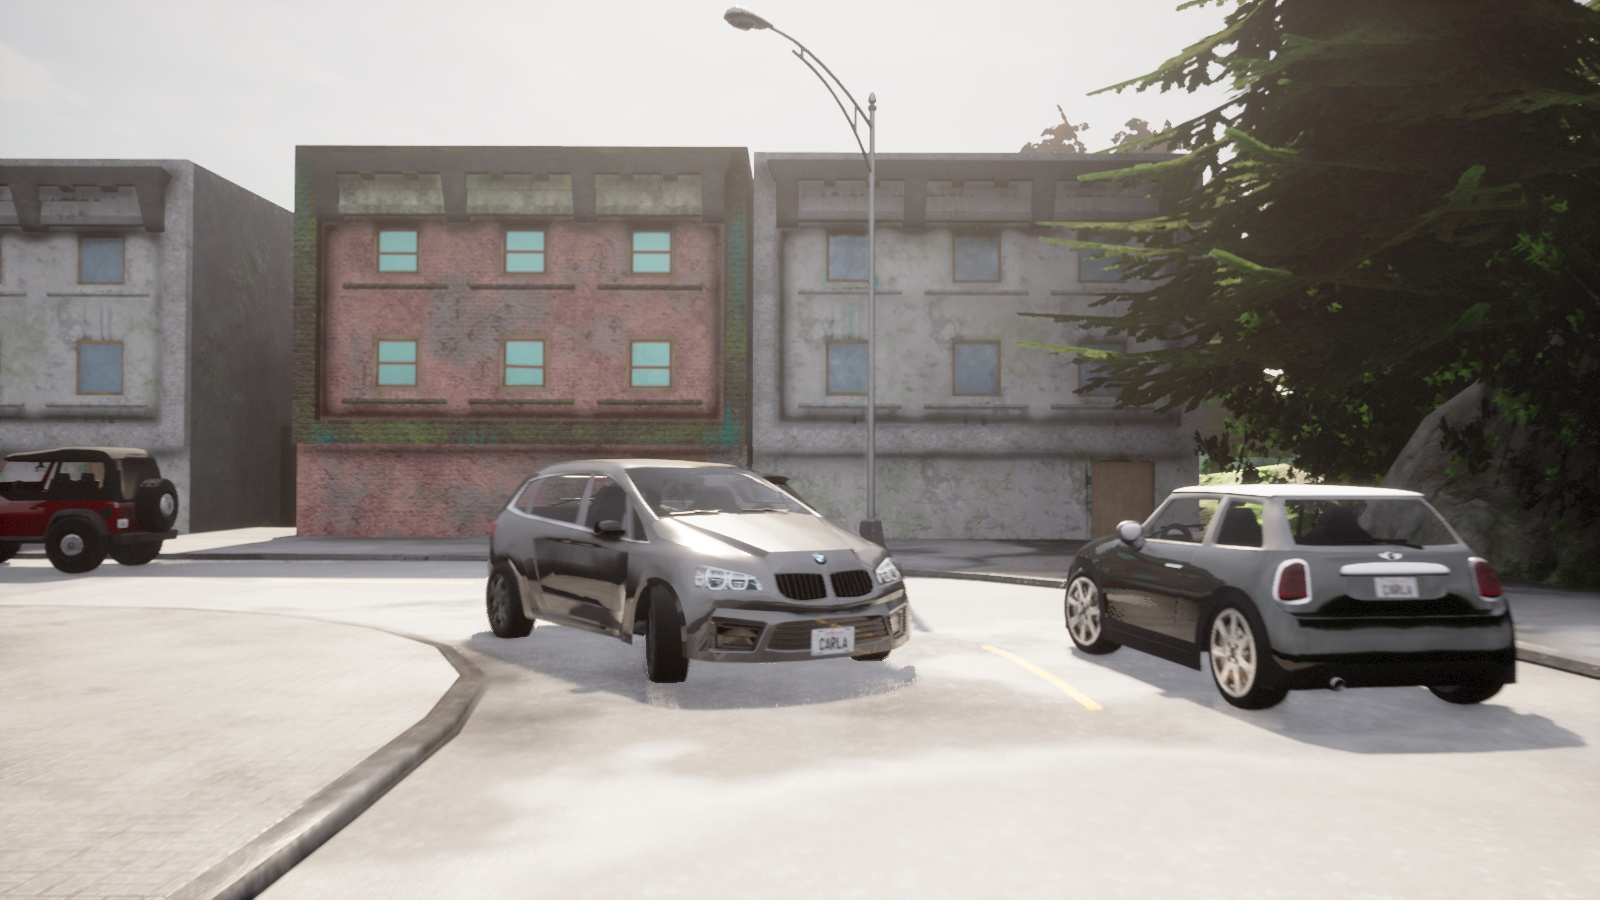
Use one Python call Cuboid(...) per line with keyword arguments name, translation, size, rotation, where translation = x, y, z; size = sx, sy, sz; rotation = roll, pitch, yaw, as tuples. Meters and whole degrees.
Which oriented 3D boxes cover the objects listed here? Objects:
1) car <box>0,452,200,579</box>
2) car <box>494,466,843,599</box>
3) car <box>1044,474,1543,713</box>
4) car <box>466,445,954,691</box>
Cuboid(name="car", translation=(-11.728, 0.985, 19.522), size=(3.866, 1.878, 1.905), rotation=(0, -1, 1))
Cuboid(name="car", translation=(-1.968, 1.056, 17.889), size=(4.856, 1.649, 2.033), rotation=(0, -1, 37))
Cuboid(name="car", translation=(3.531, 0.932, 9.865), size=(1.970, 1.475, 3.806), rotation=(0, -1, -9))
Cuboid(name="car", translation=(-1.031, 0.849, 11.064), size=(2.242, 1.667, 4.611), rotation=(1, -1, -35))
